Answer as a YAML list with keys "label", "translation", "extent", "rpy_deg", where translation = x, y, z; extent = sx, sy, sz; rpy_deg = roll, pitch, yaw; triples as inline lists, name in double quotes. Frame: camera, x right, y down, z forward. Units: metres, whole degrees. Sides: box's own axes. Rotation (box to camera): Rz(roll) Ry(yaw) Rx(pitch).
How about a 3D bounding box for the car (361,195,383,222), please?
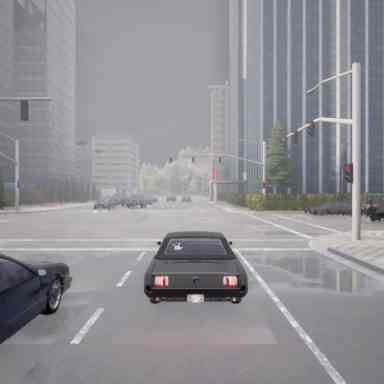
- label: "car"
  translation: [15.459, 1.221, 24.300]
  extent: [5.566, 2.045, 2.150]
  rpy_deg: [0, 0, -1]

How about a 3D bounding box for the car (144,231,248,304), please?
- label: "car"
  translation: [0.068, 1.601, 8.115]
  extent: [1.895, 1.301, 4.718]
  rpy_deg: [0, 0, 0]

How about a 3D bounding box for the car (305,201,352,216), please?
- label: "car"
  translation: [13.590, 1.547, 31.520]
  extent: [5.357, 1.411, 2.033]
  rpy_deg: [0, 0, -3]

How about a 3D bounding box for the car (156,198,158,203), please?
- label: "car"
  translation: [-8.115, 1.564, 67.926]
  extent: [1.994, 1.385, 4.181]
  rpy_deg: [0, 0, 0]

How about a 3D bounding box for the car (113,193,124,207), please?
- label: "car"
  translation: [-11.468, 1.221, 52.617]
  extent: [2.150, 2.045, 5.566]
  rpy_deg: [0, 0, -1]

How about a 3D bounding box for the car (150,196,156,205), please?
- label: "car"
  translation: [-8.040, 1.352, 57.880]
  extent: [2.097, 1.767, 4.553]
  rpy_deg: [0, 0, -1]

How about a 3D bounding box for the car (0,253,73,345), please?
- label: "car"
  translation: [-3.435, 1.547, 4.519]
  extent: [2.033, 1.411, 5.357]
  rpy_deg: [0, 0, 0]

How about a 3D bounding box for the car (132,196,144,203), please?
- label: "car"
  translation: [-11.683, 1.546, 72.544]
  extent: [1.994, 1.385, 4.181]
  rpy_deg: [0, 0, -1]

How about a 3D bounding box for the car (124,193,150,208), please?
- label: "car"
  translation: [-7.912, 1.221, 48.130]
  extent: [2.150, 2.045, 5.566]
  rpy_deg: [0, 0, -1]

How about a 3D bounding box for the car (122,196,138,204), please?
- label: "car"
  translation: [-11.586, 1.491, 62.564]
  extent: [2.128, 1.511, 4.902]
  rpy_deg: [0, 0, -1]

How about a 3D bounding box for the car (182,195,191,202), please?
- label: "car"
  translation: [-1.213, 1.553, 74.960]
  extent: [1.994, 1.385, 4.181]
  rpy_deg: [0, 0, -1]

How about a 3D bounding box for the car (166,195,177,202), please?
- label: "car"
  translation: [-4.703, 1.500, 74.500]
  extent: [1.837, 1.490, 4.892]
  rpy_deg: [0, 0, -1]

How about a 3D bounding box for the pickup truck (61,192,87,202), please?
- label: "pickup truck"
  translation: [-24.755, 1.059, 69.176]
  extent: [2.390, 2.098, 6.274]
  rpy_deg: [0, 0, 30]

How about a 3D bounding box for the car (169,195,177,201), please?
- label: "car"
  translation: [-4.868, 1.524, 84.667]
  extent: [1.812, 1.442, 4.674]
  rpy_deg: [0, 0, -1]

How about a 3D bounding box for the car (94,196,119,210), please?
- label: "car"
  translation: [-11.333, 1.564, 43.283]
  extent: [1.994, 1.385, 4.181]
  rpy_deg: [0, 0, -1]

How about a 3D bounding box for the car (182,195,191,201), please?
- label: "car"
  translation: [-1.369, 1.540, 84.735]
  extent: [2.033, 1.411, 5.357]
  rpy_deg: [0, 0, -1]

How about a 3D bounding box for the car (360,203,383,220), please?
- label: "car"
  translation: [16.944, 1.601, 28.013]
  extent: [4.718, 1.301, 1.895]
  rpy_deg: [0, 0, 0]
